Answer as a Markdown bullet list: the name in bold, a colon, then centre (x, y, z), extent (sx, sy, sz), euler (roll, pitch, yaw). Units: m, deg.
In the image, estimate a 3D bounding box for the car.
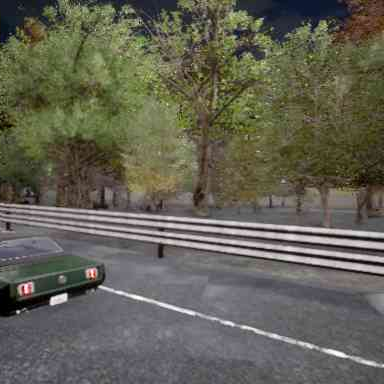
- **car**: centre (-4.025, 1.482, 6.885), extent (4.718, 1.301, 1.895), euler (1, 1, 36)
